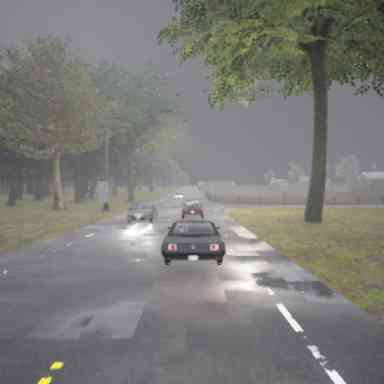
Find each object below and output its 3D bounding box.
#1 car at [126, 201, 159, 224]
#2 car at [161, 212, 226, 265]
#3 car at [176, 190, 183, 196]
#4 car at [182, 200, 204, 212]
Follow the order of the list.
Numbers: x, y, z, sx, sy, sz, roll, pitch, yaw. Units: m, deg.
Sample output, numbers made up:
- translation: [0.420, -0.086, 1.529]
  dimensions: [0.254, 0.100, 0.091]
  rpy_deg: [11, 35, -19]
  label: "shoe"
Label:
- translation: [-3.583, 1.429, 24.691]
  dimensions: [2.128, 1.511, 4.902]
  rpy_deg: [0, 0, 0]
  label: "car"
- translation: [0.058, 1.603, 11.756]
  dimensions: [1.895, 1.301, 4.718]
  rpy_deg: [0, 0, 0]
  label: "car"
- translation: [-3.541, 0.322, 93.592]
  dimensions: [2.128, 1.511, 4.902]
  rpy_deg: [0, 1, 0]
  label: "car"
- translation: [0.062, 1.422, 29.157]
  dimensions: [1.812, 1.442, 4.674]
  rpy_deg: [0, 1, 0]
  label: "car"
